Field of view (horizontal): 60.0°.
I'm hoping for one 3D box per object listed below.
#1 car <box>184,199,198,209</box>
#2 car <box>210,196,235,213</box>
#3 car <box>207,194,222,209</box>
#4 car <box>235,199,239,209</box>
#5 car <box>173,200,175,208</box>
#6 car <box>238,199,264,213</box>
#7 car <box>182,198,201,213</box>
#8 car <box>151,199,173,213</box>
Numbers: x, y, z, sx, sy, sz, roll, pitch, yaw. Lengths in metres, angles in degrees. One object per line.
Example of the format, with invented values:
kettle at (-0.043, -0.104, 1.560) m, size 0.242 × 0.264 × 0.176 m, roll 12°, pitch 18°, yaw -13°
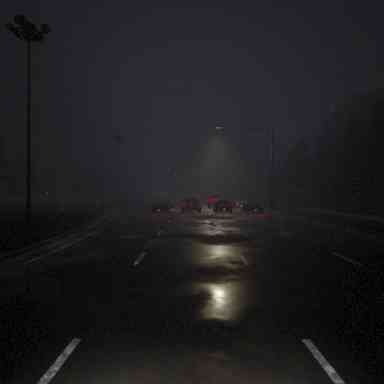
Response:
car at (-0.098, 1.702, 48.319) m, size 1.895 × 1.301 × 4.718 m, roll 0°, pitch 0°, yaw 0°
car at (3.423, 1.584, 37.831) m, size 1.837 × 1.490 × 4.892 m, roll 0°, pitch 0°, yaw 0°
car at (3.401, 1.322, 48.297) m, size 2.150 × 2.045 × 5.566 m, roll 0°, pitch 0°, yaw 0°
car at (6.901, 1.702, 48.316) m, size 1.895 × 1.301 × 4.718 m, roll 0°, pitch 0°, yaw 0°
car at (-3.598, 1.665, 48.316) m, size 1.994 × 1.385 × 4.181 m, roll 0°, pitch 0°, yaw 0°
car at (6.922, 1.681, 38.284) m, size 1.895 × 1.301 × 4.718 m, roll 0°, pitch 0°, yaw 0°
car at (-0.078, 1.432, 38.210) m, size 2.097 × 1.767 × 4.553 m, roll 0°, pitch 0°, yaw 0°
car at (-3.578, 1.681, 38.263) m, size 1.895 × 1.301 × 4.718 m, roll 0°, pitch 0°, yaw 0°
